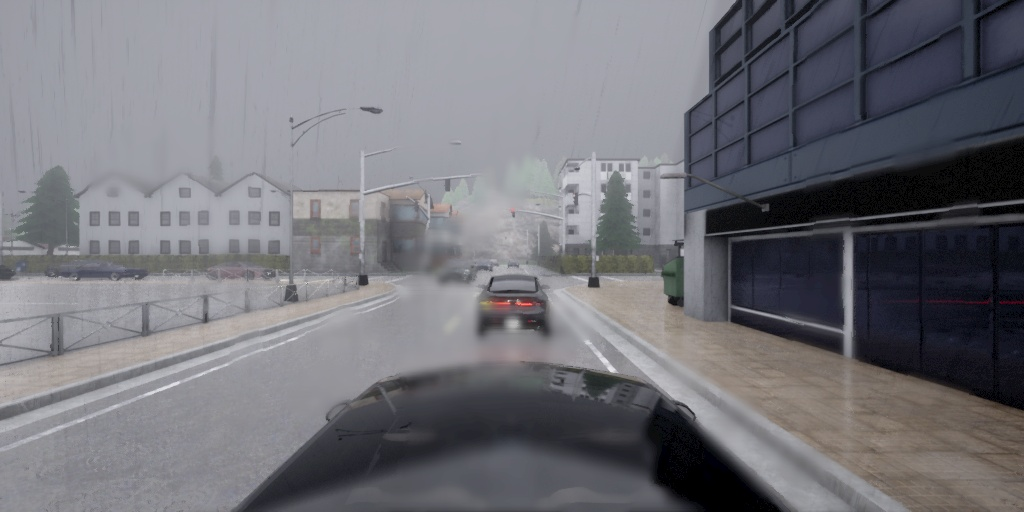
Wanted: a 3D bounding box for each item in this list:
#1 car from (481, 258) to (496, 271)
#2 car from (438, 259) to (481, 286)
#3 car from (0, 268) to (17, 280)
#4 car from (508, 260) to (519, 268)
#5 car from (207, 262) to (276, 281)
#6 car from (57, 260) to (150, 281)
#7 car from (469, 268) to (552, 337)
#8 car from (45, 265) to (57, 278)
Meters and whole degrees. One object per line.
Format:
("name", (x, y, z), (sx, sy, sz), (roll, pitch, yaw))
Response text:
("car", (-3.522, 1.098, 45.390), (2.097, 1.767, 4.553), (0, 0, 0))
("car", (-3.545, 0.994, 24.000), (2.097, 1.767, 4.553), (1, 0, 0))
("car", (-40.126, 1.173, 26.592), (4.718, 1.301, 1.895), (0, 0, 1))
("car", (0.199, 1.346, 60.949), (1.895, 1.301, 4.718), (0, 0, -1))
("car", (-19.883, 1.136, 26.460), (4.181, 1.385, 1.994), (0, 0, 0))
("car", (-29.904, 1.173, 26.509), (4.718, 1.301, 1.895), (0, 0, 0))
("car", (0.070, 1.254, 10.298), (1.837, 1.490, 4.892), (0, 0, 1))
("car", (-36.213, 1.063, 30.230), (4.902, 1.511, 2.128), (0, 0, 0))
